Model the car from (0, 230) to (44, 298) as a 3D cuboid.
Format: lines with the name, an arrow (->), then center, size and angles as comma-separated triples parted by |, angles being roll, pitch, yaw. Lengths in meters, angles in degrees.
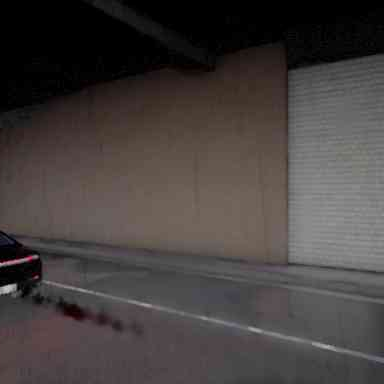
car -> -5.203, 1.458, 7.040 | 4.902, 1.511, 2.128 | 0, 1, 33
